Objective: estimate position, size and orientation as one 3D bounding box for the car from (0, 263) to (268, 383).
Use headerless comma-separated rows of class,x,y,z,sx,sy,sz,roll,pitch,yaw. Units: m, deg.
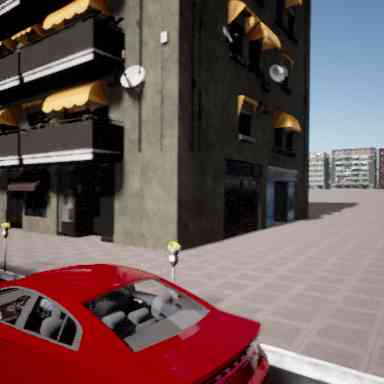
car,-1.395,1.534,3.860,4.507,1.381,1.887,0,1,35
